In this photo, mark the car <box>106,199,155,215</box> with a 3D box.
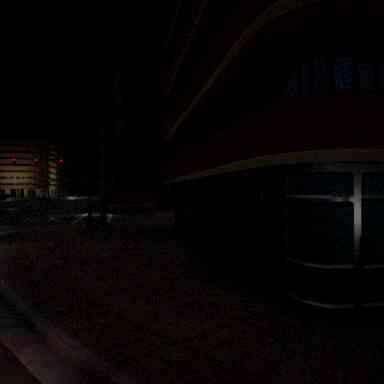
[{"bbox_3d":[-6.314,1.533,34.263,5.008,1.535,1.882,0,0,-13],"label":"car"}]
